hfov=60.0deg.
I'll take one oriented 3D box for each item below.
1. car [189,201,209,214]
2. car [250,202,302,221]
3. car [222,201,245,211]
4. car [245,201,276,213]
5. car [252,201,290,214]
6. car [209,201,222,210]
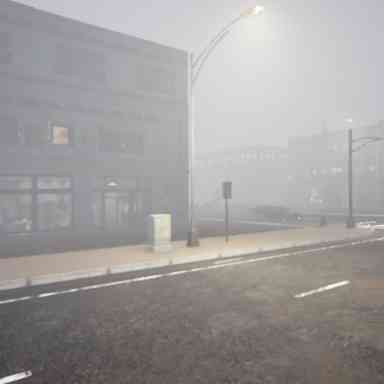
[{"bbox_3d":[-0.288,1.871,40.918,1.967,1.590,4.097,-1,0,-35],"label":"car"},{"bbox_3d":[7.658,1.838,29.539,1.947,1.339,4.313,-1,0,-35],"label":"car"},{"bbox_3d":[6.544,1.937,45.777,1.802,1.307,4.206,-1,0,-35],"label":"car"},{"bbox_3d":[7.988,1.886,33.769,1.895,1.301,4.718,-1,0,-35],"label":"car"},{"bbox_3d":[9.751,1.842,41.266,2.008,1.369,4.403,-1,0,-35],"label":"car"},{"bbox_3d":[3.337,1.999,50.287,1.802,1.307,4.206,-1,0,-35],"label":"car"}]
